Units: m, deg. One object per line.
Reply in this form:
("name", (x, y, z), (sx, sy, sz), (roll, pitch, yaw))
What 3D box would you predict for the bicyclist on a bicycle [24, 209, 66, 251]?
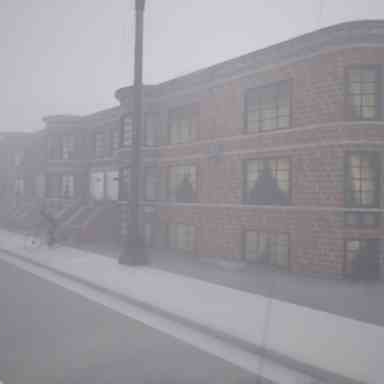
("bicyclist on a bicycle", (-5.827, 1.512, 13.292), (0.582, 1.620, 1.656), (0, -2, 45))
